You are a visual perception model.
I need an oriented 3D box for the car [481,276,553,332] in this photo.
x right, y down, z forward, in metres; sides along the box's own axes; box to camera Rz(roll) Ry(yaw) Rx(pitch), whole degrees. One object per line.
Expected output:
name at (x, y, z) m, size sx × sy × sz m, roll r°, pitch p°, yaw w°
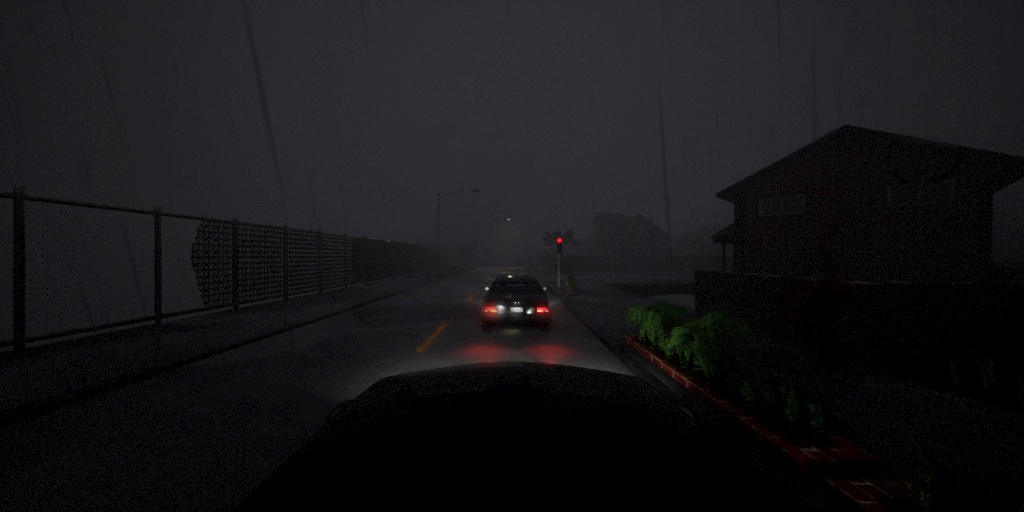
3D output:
car at (0.118, 1.297, 10.825) m, size 2.033 × 1.411 × 5.357 m, roll 0°, pitch 0°, yaw 0°
